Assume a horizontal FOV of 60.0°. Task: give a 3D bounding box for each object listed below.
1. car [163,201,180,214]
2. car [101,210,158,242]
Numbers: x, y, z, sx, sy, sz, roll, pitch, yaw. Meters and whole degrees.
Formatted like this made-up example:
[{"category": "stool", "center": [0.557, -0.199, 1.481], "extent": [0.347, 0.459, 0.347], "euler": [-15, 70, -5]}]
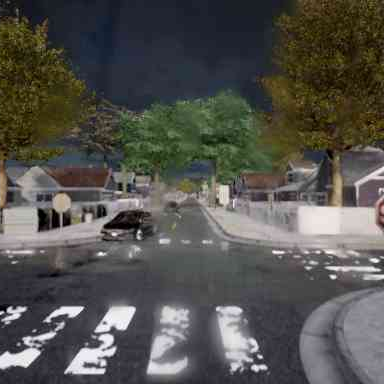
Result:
[{"category": "car", "center": [-2.648, 1.991, 43.573], "extent": [1.837, 1.490, 4.892], "euler": [0, 0, 0]}, {"category": "car", "center": [-3.192, 1.743, 17.833], "extent": [1.837, 1.490, 4.892], "euler": [1, 0, 10]}]
